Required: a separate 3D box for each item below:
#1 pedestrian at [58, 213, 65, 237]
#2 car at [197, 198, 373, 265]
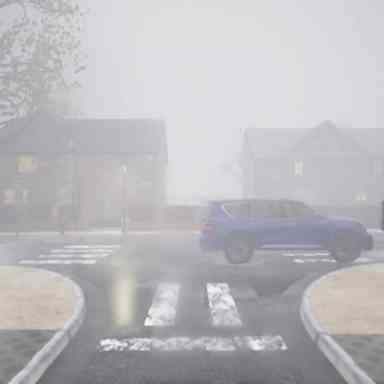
[{"bbox_3d":[-6.728,1.348,17.218,0.375,1.860,0.375,0,-1,1],"label":"pedestrian"},{"bbox_3d":[2.960,1.209,11.229,5.566,2.045,2.150,-1,-1,1],"label":"car"}]
